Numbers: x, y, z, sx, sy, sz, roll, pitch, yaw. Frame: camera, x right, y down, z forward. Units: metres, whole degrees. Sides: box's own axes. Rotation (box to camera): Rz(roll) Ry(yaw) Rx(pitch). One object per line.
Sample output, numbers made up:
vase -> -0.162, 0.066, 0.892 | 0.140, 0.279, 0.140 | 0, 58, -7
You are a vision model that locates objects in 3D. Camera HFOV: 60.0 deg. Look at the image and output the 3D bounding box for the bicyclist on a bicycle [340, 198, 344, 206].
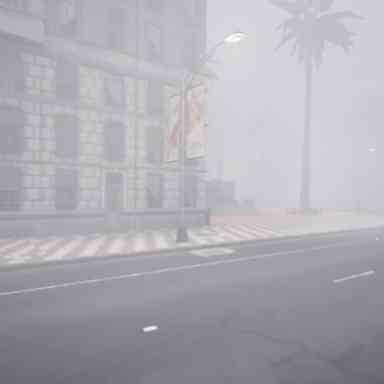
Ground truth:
bicyclist on a bicycle -> 28.718, 1.861, 63.616 | 0.582, 1.620, 1.656 | 0, 0, 42
